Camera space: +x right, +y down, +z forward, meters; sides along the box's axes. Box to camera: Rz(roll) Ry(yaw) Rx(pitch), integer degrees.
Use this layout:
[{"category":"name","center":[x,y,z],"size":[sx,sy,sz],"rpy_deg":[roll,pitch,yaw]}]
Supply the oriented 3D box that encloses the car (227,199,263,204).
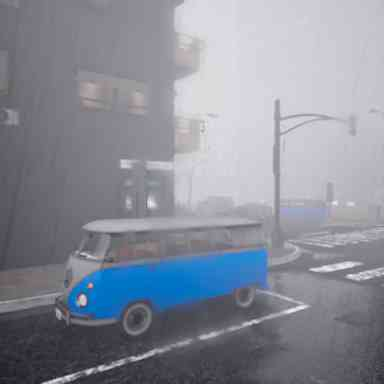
[{"category":"car","center":[5.709,1.685,31.495],"size":[1.947,1.339,4.313],"rpy_deg":[0,0,-35]}]

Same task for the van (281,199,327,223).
[{"category":"van","center":[8.890,1.485,26.979],"size":[1.690,1.788,3.998],"rpy_deg":[0,0,-35]}]

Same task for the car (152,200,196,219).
[{"category":"car","center":[-1.857,1.583,32.175],"size":[1.882,1.535,5.008],"rpy_deg":[0,0,-35]}]

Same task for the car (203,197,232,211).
[{"category":"car","center":[2.530,1.409,36.010],"size":[2.192,1.841,5.009],"rpy_deg":[0,0,-35]}]

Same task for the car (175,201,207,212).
[{"category":"car","center":[-1.143,1.676,26.671],"size":[1.887,1.381,4.507],"rpy_deg":[0,0,-35]}]

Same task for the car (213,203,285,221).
[{"category":"car","center":[3.968,1.752,23.902],"size":[1.895,1.301,4.718],"rpy_deg":[0,0,-38]}]

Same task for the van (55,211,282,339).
[{"category":"van","center":[-0.333,1.381,6.338],"size":[3.998,1.788,1.690],"rpy_deg":[1,-1,-35]}]
